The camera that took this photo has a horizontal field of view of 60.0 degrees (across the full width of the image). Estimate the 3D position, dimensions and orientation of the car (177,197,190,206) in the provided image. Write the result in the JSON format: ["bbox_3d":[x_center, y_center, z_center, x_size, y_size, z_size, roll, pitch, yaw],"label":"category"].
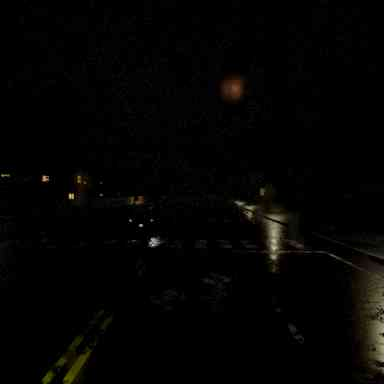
[{"bbox_3d":[-1.383,1.582,56.059,1.882,1.535,5.008,0,0,4],"label":"car"}]

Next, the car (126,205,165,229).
[{"bbox_3d":[-2.924,1.570,22.134,2.033,1.411,5.357,0,0,1],"label":"car"}]
